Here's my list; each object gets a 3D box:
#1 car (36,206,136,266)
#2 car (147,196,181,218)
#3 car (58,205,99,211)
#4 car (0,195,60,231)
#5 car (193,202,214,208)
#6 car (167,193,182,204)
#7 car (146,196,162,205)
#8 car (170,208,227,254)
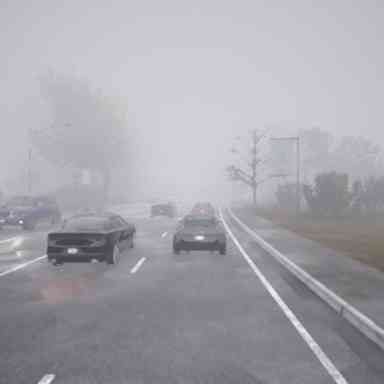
[{"bbox_3d":[-3.236,1.468,11.635,1.882,1.535,5.008,0,0,1],"label":"car"},{"bbox_3d":[-2.458,1.457,30.241,1.882,1.535,5.008,0,0,3],"label":"car"},{"bbox_3d":[-6.602,1.547,21.533,1.994,1.385,4.181,0,0,3],"label":"car"},{"bbox_3d":[-10.150,1.203,20.757,2.150,2.045,5.566,0,0,2],"label":"car"},{"bbox_3d":[0.984,1.546,29.053,1.994,1.385,4.181,0,0,3],"label":"car"},{"bbox_3d":[-3.226,1.180,61.756,2.150,2.045,5.566,0,0,8],"label":"car"},{"bbox_3d":[-6.887,1.521,60.638,1.994,1.385,4.181,0,0,7],"label":"car"},{"bbox_3d":[0.318,1.555,13.535,1.994,1.385,4.181,0,0,2],"label":"car"}]
